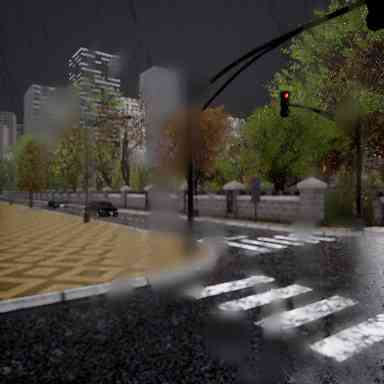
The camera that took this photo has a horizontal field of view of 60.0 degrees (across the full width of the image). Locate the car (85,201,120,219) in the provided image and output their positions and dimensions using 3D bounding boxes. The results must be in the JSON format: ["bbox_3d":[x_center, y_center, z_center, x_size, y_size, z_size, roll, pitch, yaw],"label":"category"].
[{"bbox_3d":[-8.043,1.555,29.619,1.837,1.490,4.892,0,0,-34],"label":"car"}]

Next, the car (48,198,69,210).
[{"bbox_3d":[-17.549,1.552,43.492,2.128,1.511,4.902,0,0,-34],"label":"car"}]
